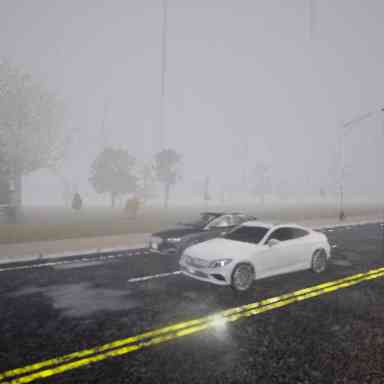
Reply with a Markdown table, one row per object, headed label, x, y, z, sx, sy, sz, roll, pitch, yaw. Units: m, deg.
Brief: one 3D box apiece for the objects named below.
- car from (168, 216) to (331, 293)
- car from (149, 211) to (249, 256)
| label | x | y | z | sx | sy | sz | roll | pitch | yaw |
| --- | --- | --- | --- | --- | --- | --- | --- | --- | --- |
| car | 1.891 | 1.523 | 9.003 | 4.674 | 1.442 | 1.812 | 0 | 0 | -35 |
| car | 0.795 | 1.488 | 12.209 | 4.902 | 1.511 | 2.128 | 0 | 0 | -35 |
